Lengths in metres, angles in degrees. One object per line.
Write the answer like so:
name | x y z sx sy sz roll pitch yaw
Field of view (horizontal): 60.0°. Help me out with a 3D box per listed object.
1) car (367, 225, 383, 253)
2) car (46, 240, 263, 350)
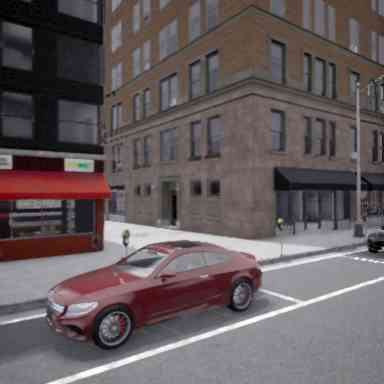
car | 8.455 1.609 12.709 4.313 1.339 1.947 0 -1 -36
car | -0.449 1.621 6.246 4.206 1.307 1.802 0 -1 -36
